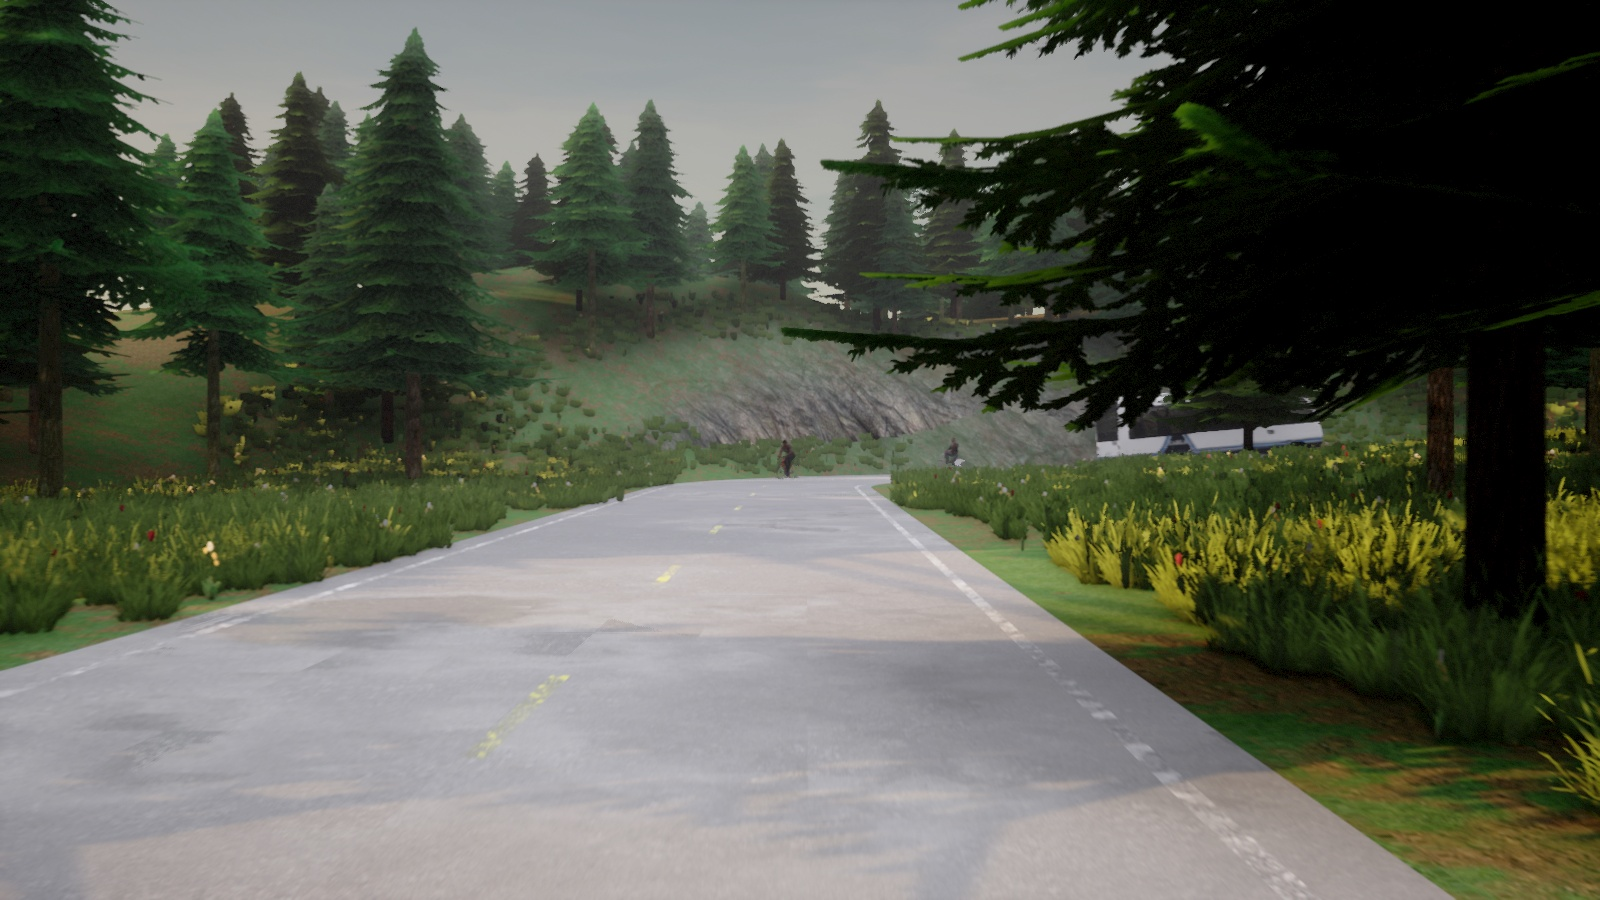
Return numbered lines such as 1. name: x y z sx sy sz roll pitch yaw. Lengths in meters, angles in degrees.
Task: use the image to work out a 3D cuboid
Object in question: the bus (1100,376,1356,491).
1. bus: 19.911 -0.728 58.831 10.273 4.253 3.944 -5 -1 -7
